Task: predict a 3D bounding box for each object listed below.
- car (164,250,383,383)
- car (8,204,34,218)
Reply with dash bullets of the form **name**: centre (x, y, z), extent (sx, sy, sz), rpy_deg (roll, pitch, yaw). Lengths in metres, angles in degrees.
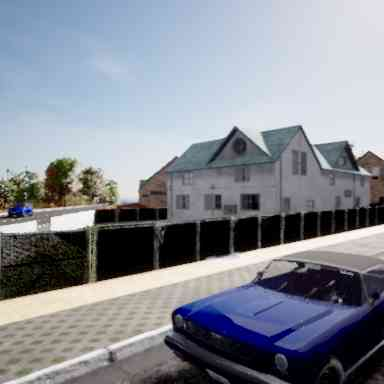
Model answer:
- **car**: centre (1.898, 1.662, 5.037), extent (4.718, 1.301, 1.895), rpy_deg (0, -1, -43)
- **car**: centre (-25.712, 2.776, 50.232), extent (2.150, 2.045, 5.566), rpy_deg (0, -2, -8)
